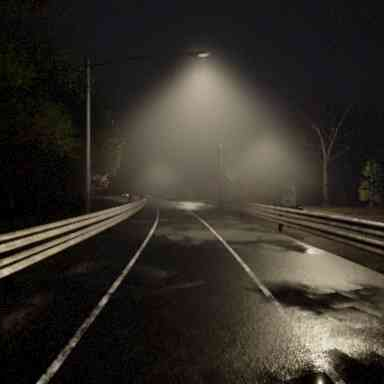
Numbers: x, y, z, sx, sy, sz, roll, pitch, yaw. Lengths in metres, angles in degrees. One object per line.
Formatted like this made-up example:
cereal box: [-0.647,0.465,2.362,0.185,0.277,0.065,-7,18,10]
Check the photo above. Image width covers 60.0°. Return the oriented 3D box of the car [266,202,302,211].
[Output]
car: [10.690,1.765,39.030,1.895,1.301,4.718,0,0,-21]

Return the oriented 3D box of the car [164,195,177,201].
car: [-5.195,1.494,80.359,2.033,1.411,5.357,0,0,-21]
